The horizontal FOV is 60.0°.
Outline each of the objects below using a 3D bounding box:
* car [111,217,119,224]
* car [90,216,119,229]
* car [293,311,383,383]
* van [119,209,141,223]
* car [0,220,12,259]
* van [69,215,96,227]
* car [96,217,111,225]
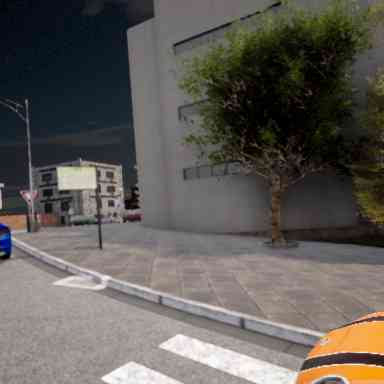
[{"bbox_3d":[-9.795,4.442,51.047,1.895,1.301,4.718,-6,-7,24],"label":"car"},{"bbox_3d":[-15.173,5.316,57.836,4.553,1.767,2.185,-6,-7,24],"label":"car"},{"bbox_3d":[2.815,1.350,1.702,4.553,1.767,2.097,0,0,36],"label":"car"},{"bbox_3d":[-7.266,3.325,45.461,4.442,1.987,1.878,-6,-7,24],"label":"van"},{"bbox_3d":[-7.425,1.361,10.947,1.882,1.535,5.008,-2,1,-41],"label":"car"},{"bbox_3d":[-17.624,4.788,52.864,4.442,1.987,1.878,-6,-7,24],"label":"van"},{"bbox_3d":[-12.420,4.711,52.926,2.128,1.511,4.902,-6,-7,24],"label":"car"}]
